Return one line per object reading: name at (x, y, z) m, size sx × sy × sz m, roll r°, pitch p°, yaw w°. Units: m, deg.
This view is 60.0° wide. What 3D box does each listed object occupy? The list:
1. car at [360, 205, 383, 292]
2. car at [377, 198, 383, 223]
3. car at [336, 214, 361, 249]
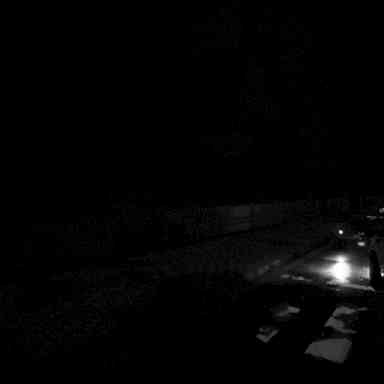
car at (4.682, 1.200, 5.643) m, size 2.150 × 2.045 × 5.566 m, roll -3°, pitch -1°, yaw 17°
car at (15.909, 1.375, 25.883) m, size 2.097 × 1.767 × 4.553 m, roll 0°, pitch 0°, yaw 35°
car at (7.541, 1.614, 14.103) m, size 1.895 × 1.301 × 4.718 m, roll 0°, pitch 0°, yaw 35°
